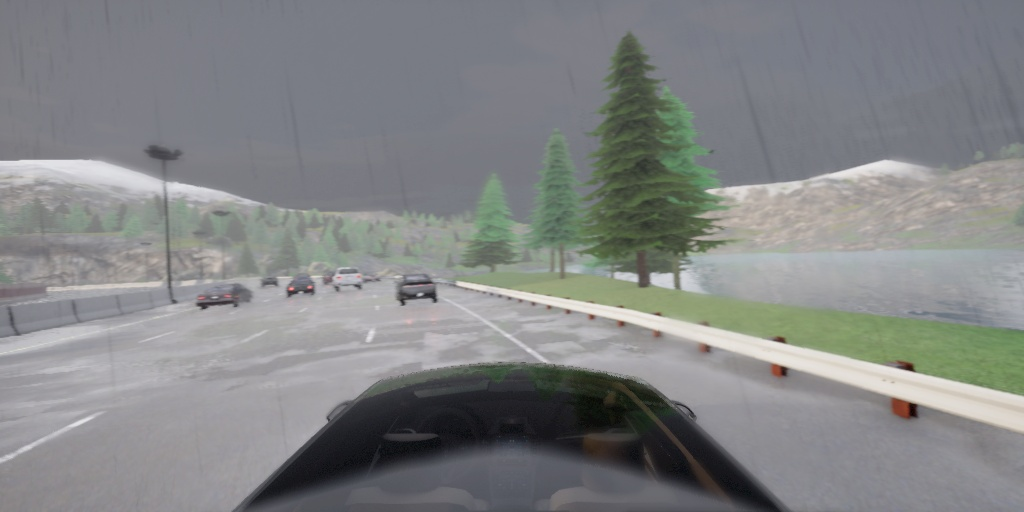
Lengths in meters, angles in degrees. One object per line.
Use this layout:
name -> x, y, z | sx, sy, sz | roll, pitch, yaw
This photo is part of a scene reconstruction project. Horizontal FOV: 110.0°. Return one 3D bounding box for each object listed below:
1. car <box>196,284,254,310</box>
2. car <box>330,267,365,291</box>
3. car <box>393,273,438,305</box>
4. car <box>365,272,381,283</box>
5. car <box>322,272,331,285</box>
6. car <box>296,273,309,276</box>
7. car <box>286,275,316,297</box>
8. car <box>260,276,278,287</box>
car -> -17.813, 2.469, 22.440 | 2.033, 1.411, 5.357 | -3, -1, -25
car -> -15.670, 2.140, 34.050 | 2.150, 2.045, 5.566 | -3, -1, -28
car -> -5.244, 1.701, 19.327 | 2.128, 1.511, 4.902 | -3, -1, -21
car -> -18.701, 2.817, 47.036 | 1.895, 1.301, 4.718 | -3, -1, -32
car -> -24.663, 2.914, 49.203 | 2.097, 1.767, 4.553 | -3, -1, -34
car -> -28.201, 3.095, 48.215 | 2.097, 1.767, 4.553 | -3, -1, -34
car -> -17.179, 2.557, 29.375 | 1.895, 1.301, 4.718 | -3, -1, -27
car -> -35.484, 3.681, 52.458 | 1.837, 1.490, 4.892 | -2, -2, -37
